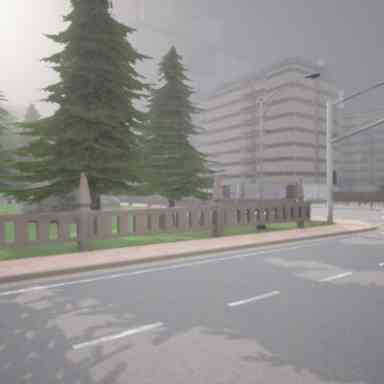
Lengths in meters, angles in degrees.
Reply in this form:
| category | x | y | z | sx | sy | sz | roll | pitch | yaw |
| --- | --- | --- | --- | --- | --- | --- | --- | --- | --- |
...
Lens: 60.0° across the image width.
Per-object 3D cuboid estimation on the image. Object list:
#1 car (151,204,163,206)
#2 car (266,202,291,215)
| category | x | y | z | sx | sy | sz | roll | pitch | yaw |
| --- | --- | --- | --- | --- | --- | --- | --- | --- | --- |
| car | -4.826 | 1.508 | 51.412 | 1.895 | 1.301 | 4.718 | 0 | 0 | -35 |
| car | 8.913 | 1.433 | 32.075 | 1.812 | 1.442 | 4.674 | 0 | 0 | -35 |
